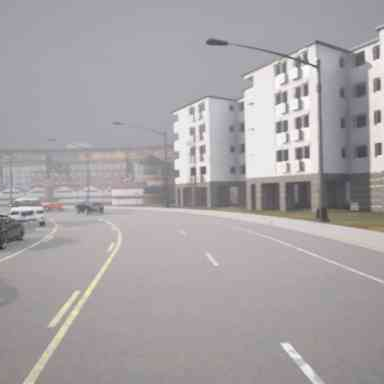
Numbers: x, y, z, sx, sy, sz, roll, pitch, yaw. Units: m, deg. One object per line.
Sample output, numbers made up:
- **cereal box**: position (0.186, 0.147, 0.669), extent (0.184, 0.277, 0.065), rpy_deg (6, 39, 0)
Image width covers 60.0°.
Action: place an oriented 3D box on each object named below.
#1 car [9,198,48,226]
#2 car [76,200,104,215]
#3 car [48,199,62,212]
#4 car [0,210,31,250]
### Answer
- **car**: position (-12.366, 1.467, 25.130), extent (2.150, 2.045, 5.566), rpy_deg (-1, 0, -26)
- **car**: position (-11.545, 1.702, 37.386), extent (2.128, 1.511, 4.902), rpy_deg (-1, 0, -38)
- **car**: position (-19.938, 1.737, 45.907), extent (4.553, 1.767, 2.097), rpy_deg (-1, 0, 37)
- **car**: position (-9.106, 1.751, 15.054), extent (1.994, 1.385, 4.181), rpy_deg (-1, 0, -11)
